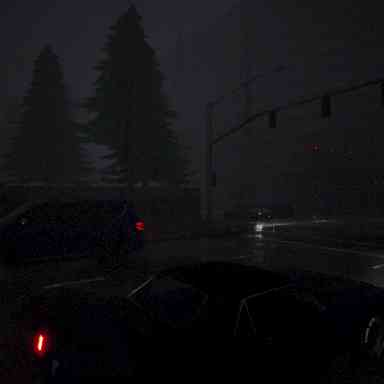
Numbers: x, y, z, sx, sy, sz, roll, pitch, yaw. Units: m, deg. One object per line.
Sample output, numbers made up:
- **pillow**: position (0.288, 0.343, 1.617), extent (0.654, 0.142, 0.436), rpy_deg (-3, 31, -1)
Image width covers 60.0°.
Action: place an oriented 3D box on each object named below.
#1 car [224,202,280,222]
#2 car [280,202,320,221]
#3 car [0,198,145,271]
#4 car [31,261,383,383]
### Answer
- **car**: position (4.510, 1.581, 27.005), extent (1.812, 1.442, 4.674), rpy_deg (0, 0, -35)
- **car**: position (8.016, 1.603, 28.417), extent (2.033, 1.411, 5.357), rpy_deg (0, 0, -39)
- **car**: position (-4.078, 1.221, 9.547), extent (5.566, 2.045, 2.150), rpy_deg (0, 0, -34)
- **car**: position (0.670, 1.601, 4.260), extent (4.718, 1.301, 1.895), rpy_deg (0, 0, -35)
